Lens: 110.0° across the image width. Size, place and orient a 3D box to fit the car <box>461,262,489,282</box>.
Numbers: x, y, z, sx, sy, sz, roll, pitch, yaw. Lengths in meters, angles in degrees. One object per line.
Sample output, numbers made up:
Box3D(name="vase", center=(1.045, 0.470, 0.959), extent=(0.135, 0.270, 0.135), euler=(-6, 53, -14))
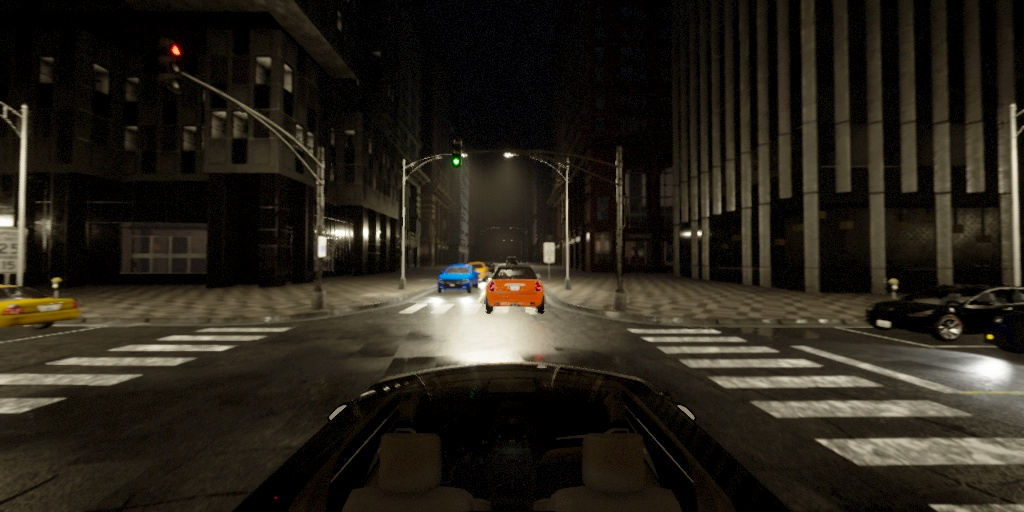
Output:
Box3D(name="car", center=(-3.080, 1.284, 30.839), extent=(1.882, 1.535, 5.008), euler=(0, 0, 0))

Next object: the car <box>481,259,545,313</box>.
Box3D(name="car", center=(0.100, 1.131, 14.412), extent=(2.097, 1.767, 4.553), euler=(0, 0, 0))

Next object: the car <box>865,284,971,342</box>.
Box3D(name="car", center=(12.065, 1.431, 9.520), extent=(4.313, 1.339, 1.948), euler=(0, 0, 0))

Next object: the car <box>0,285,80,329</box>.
Box3D(name="car", center=(-14.769, 1.361, 9.662), extent=(4.829, 1.417, 1.751), euler=(0, 0, 0))

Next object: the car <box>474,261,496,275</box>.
Box3D(name="car", center=(-3.005, 1.328, 41.270), extent=(2.128, 1.511, 4.902), euler=(0, 0, 0))

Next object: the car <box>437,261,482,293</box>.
Box3D(name="car", center=(-3.091, 1.263, 21.391), extent=(1.882, 1.535, 5.008), euler=(0, 0, 1))

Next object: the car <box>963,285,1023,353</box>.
Box3D(name="car", center=(12.035, 1.374, 6.859), extent=(4.181, 1.385, 1.994), euler=(0, -1, 0))
